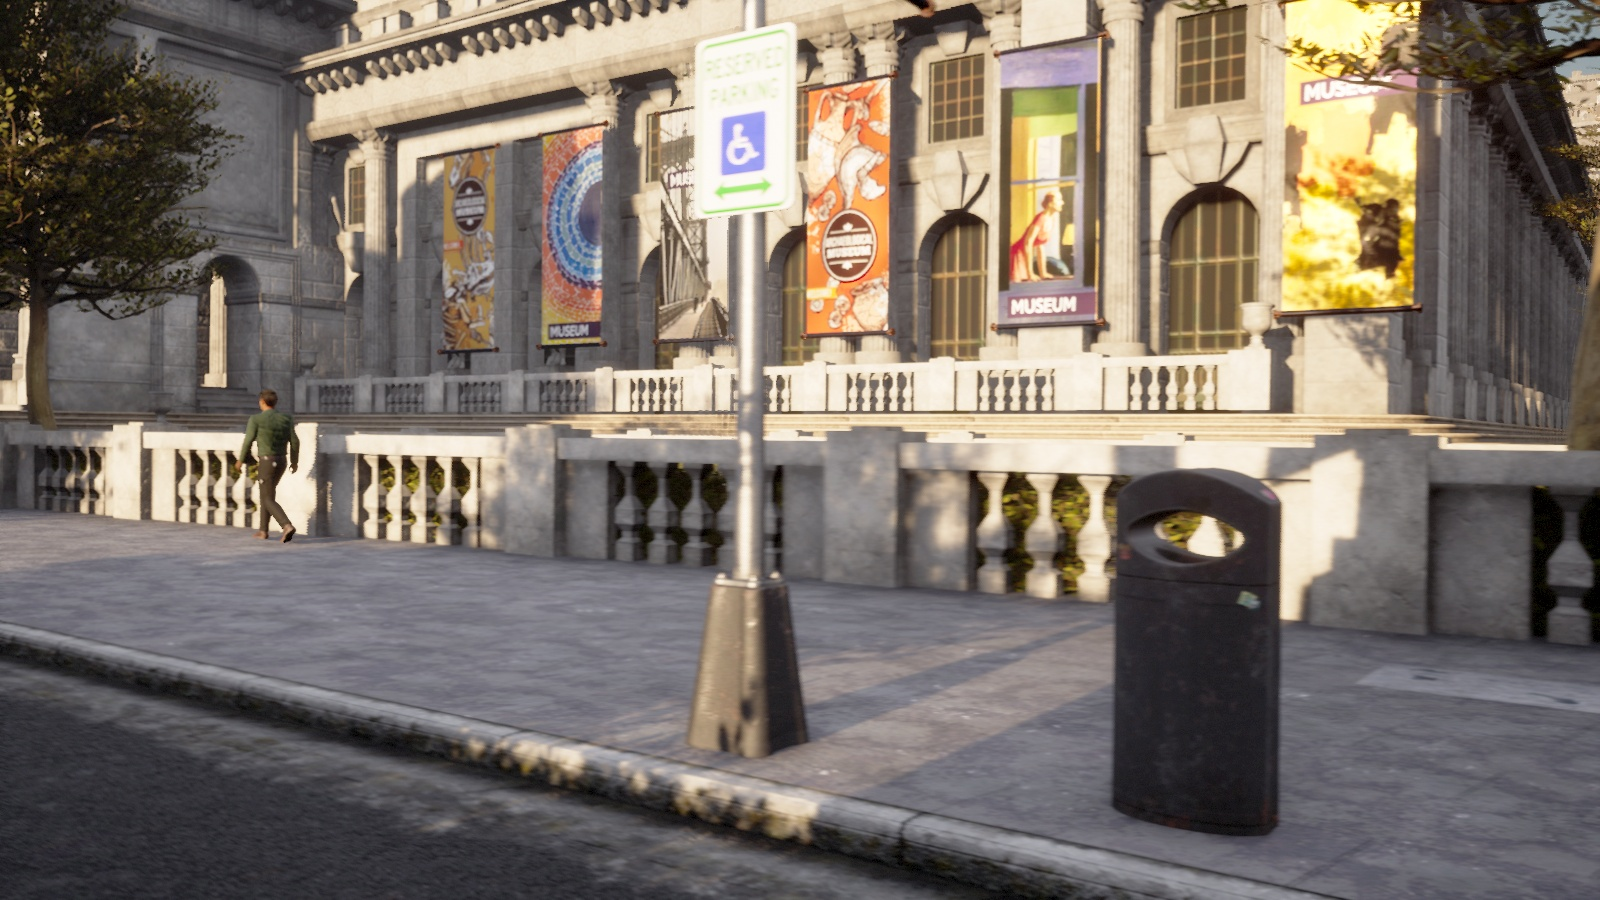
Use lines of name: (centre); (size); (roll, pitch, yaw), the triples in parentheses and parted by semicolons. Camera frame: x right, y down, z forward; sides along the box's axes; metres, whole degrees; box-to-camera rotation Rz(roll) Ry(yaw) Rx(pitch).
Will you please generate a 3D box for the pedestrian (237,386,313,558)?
pedestrian: (-6.092, 0.244, 14.567); (0.788, 1.949, 0.423); (0, 1, 35)
